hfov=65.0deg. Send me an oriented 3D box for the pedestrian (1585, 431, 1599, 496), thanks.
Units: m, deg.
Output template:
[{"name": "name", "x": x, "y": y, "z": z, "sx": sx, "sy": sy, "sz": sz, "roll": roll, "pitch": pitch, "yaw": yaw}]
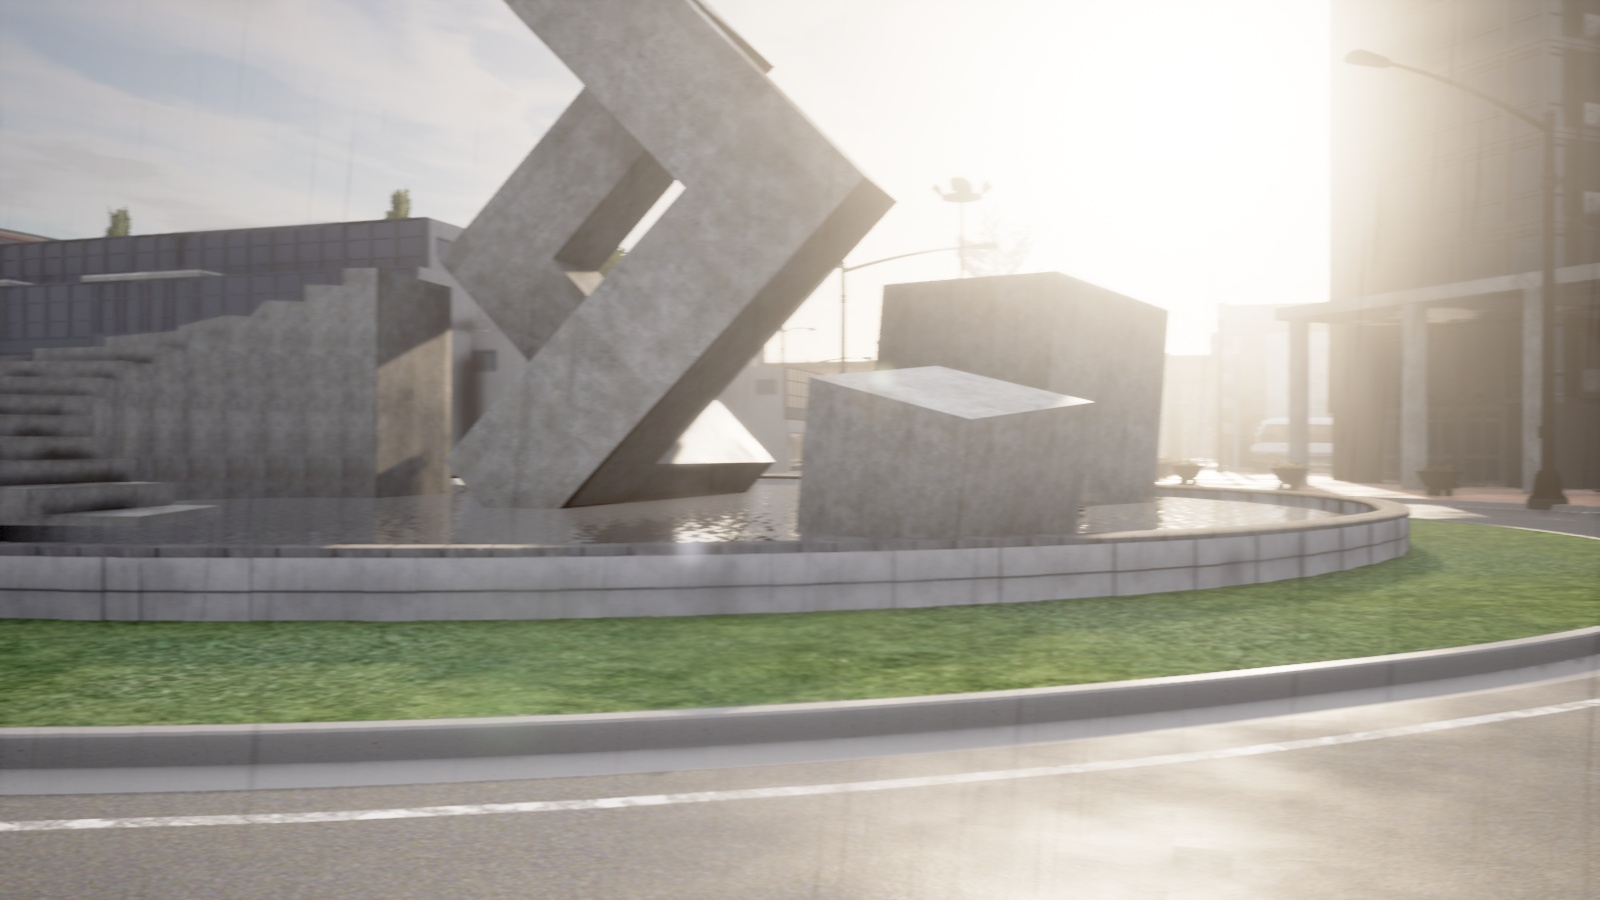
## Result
[{"name": "pedestrian", "x": 22.992, "y": 0.385, "z": 35.951, "sx": 0.540, "sy": 1.848, "sz": 0.694, "roll": 0, "pitch": 0, "yaw": -16}]
